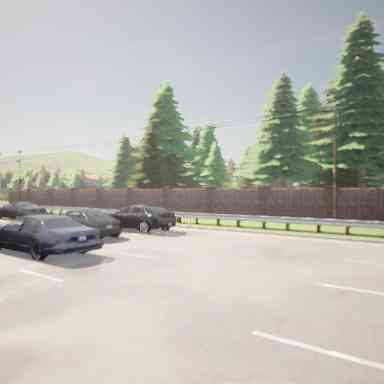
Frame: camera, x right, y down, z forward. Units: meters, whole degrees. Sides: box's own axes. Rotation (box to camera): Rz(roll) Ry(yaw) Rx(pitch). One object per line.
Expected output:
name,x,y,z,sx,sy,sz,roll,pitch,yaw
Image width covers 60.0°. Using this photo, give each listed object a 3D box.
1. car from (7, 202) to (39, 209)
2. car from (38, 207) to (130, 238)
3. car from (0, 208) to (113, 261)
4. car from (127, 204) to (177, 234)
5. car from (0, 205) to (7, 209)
car,-13.735,1.507,26.588,5.357,1.411,2.033,0,0,36
car,-5.381,1.543,16.358,4.181,1.385,1.994,0,0,36
car,-5.553,1.530,12.158,5.357,1.411,2.033,0,0,36
car,-3.121,1.482,19.044,4.892,1.490,1.837,0,0,36
car,-15.732,1.507,23.713,5.357,1.411,2.033,0,0,36
